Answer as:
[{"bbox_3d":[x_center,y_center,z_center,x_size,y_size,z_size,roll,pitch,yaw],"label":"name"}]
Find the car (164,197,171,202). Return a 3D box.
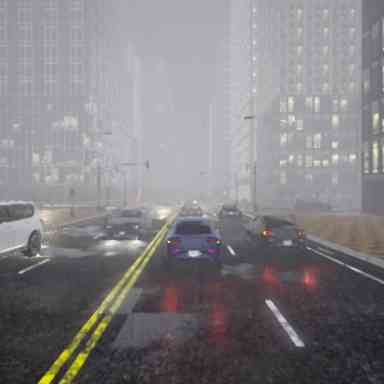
[{"bbox_3d":[-7.026,2.006,95.307,2.033,1.411,5.357,0,0,0],"label":"car"}]

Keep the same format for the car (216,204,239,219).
[{"bbox_3d":[3.197,1.713,29.230,1.994,1.385,4.181,0,0,0],"label":"car"}]

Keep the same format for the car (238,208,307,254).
[{"bbox_3d":[3.276,1.596,13.784,1.812,1.442,4.674,0,0,-1],"label":"car"}]

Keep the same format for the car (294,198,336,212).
[{"bbox_3d":[15.962,1.738,44.416,5.009,1.841,2.192,0,0,1],"label":"car"}]

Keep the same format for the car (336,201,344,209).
[{"bbox_3d":[21.525,1.898,52.733,4.829,1.417,1.752,0,0,1],"label":"car"}]

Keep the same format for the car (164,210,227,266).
[{"bbox_3d":[0.038,1.591,11.715,1.812,1.442,4.674,0,0,0],"label":"car"}]

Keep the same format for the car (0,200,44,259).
[{"bbox_3d":[-6.648,1.292,10.343,2.150,2.045,5.566,0,-1,0],"label":"car"}]

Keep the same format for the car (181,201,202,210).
[{"bbox_3d":[-0.050,1.752,28.632,1.895,1.301,4.718,0,0,0],"label":"car"}]

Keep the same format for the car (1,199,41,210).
[{"bbox_3d":[-22.967,1.709,44.727,4.313,1.339,1.947,0,0,1],"label":"car"}]

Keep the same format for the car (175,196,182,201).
[{"bbox_3d":[-3.775,1.937,95.330,1.882,1.535,5.008,0,0,0],"label":"car"}]

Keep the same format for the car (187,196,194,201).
[{"bbox_3d":[-0.507,1.939,92.226,1.895,1.301,4.718,0,0,0],"label":"car"}]

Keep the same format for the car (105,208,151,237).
[{"bbox_3d":[-3.444,1.657,19.016,2.033,1.411,5.357,0,0,0],"label":"car"}]

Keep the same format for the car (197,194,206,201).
[{"bbox_3d":[2.745,1.545,91.829,2.150,2.045,5.566,0,0,0],"label":"car"}]
